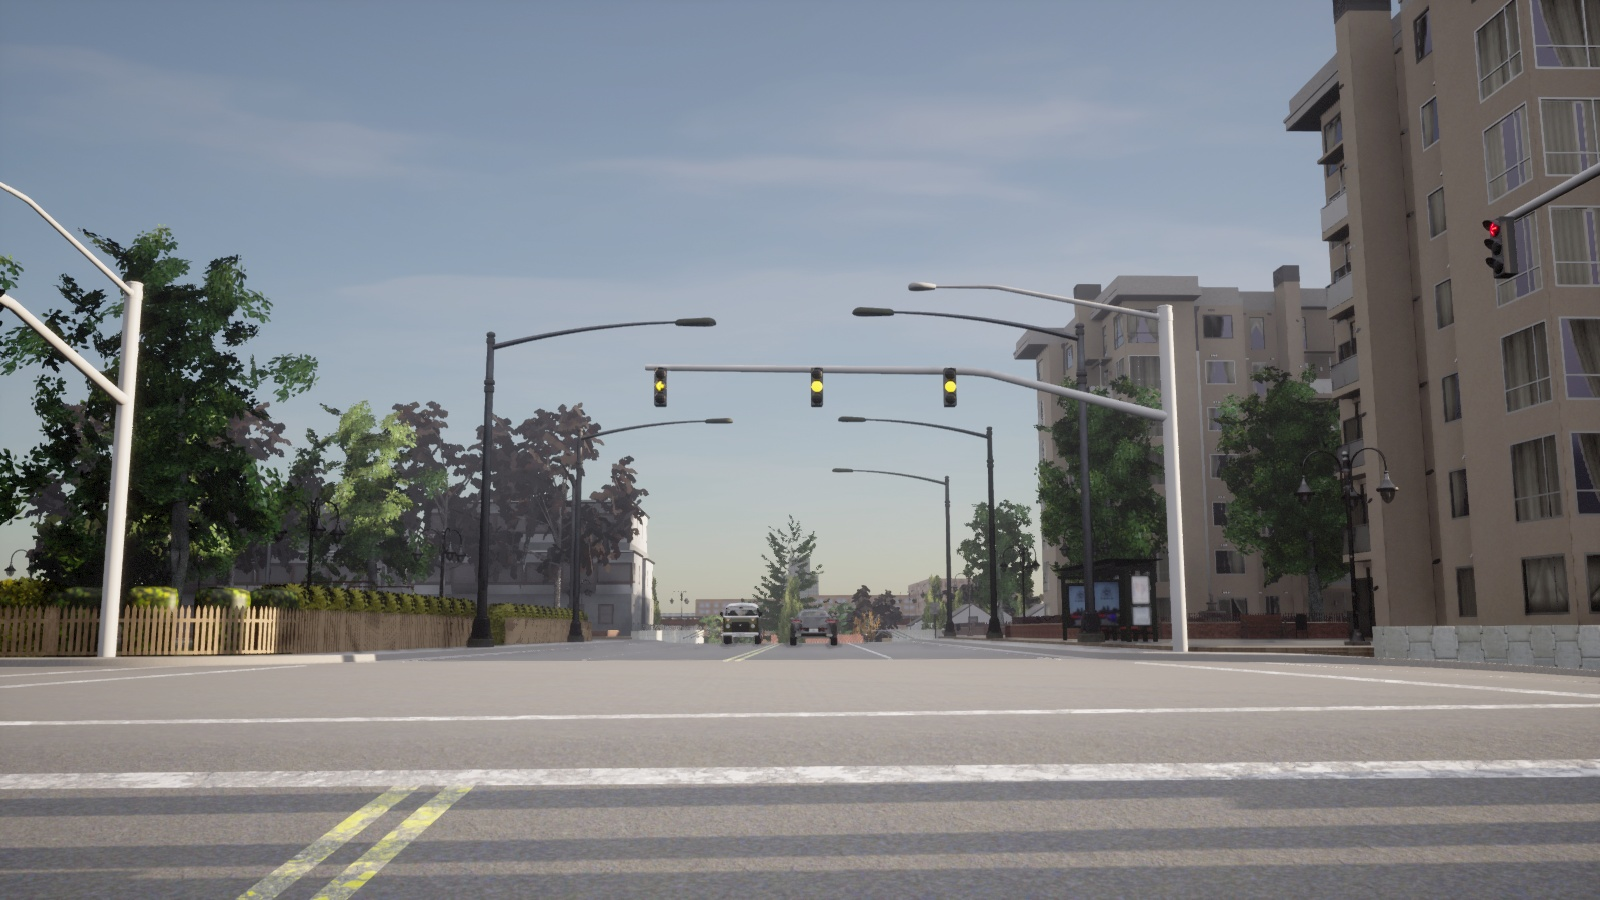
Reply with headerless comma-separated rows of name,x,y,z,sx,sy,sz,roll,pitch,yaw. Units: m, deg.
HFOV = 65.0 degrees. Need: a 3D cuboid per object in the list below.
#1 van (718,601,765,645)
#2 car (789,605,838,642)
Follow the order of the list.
van,-2.846,8.567,62.088,2.069,2.038,4.480,0,-8,1
car,0.610,8.004,57.845,2.152,1.651,5.027,0,-8,0
